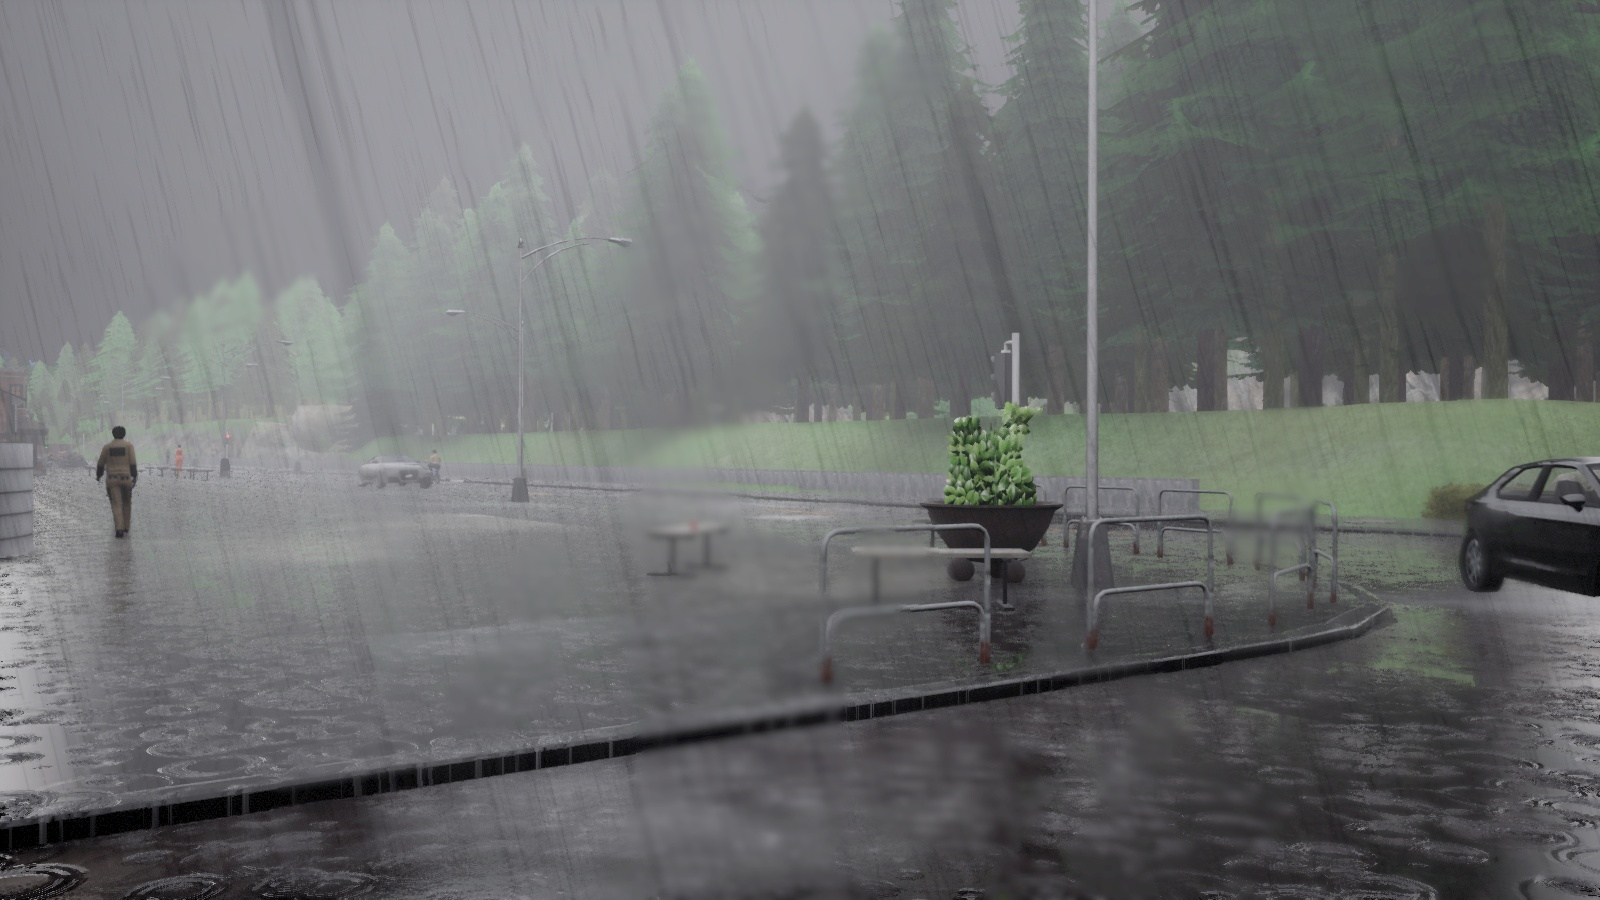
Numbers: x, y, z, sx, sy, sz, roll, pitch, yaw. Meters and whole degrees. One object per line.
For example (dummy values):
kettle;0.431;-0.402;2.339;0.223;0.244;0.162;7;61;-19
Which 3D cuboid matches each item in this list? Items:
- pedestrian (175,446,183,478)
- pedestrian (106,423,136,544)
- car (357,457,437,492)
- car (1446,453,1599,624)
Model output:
pedestrian;-36.204;0.711;73.213;0.345;1.836;0.594;0;0;-34
pedestrian;-11.039;0.528;20.423;0.396;1.930;0.692;0;0;-26
car;-16.725;0.971;52.018;1.994;1.385;4.181;0;0;-35
car;7.940;0.771;11.923;1.816;1.474;4.193;0;0;6
